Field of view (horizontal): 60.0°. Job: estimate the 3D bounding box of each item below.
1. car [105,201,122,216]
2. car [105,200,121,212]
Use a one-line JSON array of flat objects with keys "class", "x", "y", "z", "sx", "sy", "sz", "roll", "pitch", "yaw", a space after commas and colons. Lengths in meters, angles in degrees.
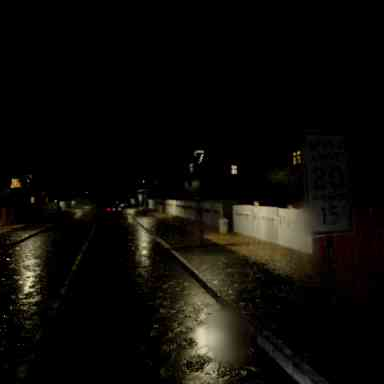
[{"class": "car", "x": -9.040, "y": 1.964, "z": 38.347, "sx": 2.033, "sy": 1.411, "sz": 5.357, "roll": -2, "pitch": 0, "yaw": -14}, {"class": "car", "x": -11.792, "y": 2.068, "z": 49.554, "sx": 2.128, "sy": 1.511, "sz": 4.902, "roll": -2, "pitch": 0, "yaw": -14}]
